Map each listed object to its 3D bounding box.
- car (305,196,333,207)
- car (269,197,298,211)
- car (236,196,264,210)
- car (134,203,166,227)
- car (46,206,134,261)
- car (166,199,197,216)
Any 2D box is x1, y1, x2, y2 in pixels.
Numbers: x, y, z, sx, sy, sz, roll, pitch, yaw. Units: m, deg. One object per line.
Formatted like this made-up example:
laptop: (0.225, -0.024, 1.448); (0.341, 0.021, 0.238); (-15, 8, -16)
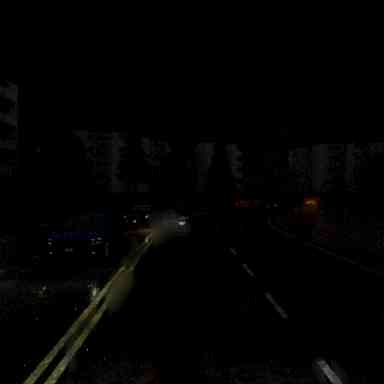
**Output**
car: (18.663, 1.407, 48.582); (5.008, 1.535, 1.882); (0, 0, -36)
car: (10.801, 1.515, 40.043); (1.994, 1.385, 4.181); (0, 0, 35)
car: (7.280, 1.309, 41.670); (2.097, 1.767, 4.553); (0, 0, 35)
car: (-3.263, 1.517, 22.743); (1.812, 1.442, 4.674); (0, 0, 6)
car: (-3.691, 1.477, 12.512); (1.882, 1.535, 5.008); (0, 0, 0)
car: (-1.014, 1.486, 32.598); (1.837, 1.490, 4.892); (0, 0, 20)
